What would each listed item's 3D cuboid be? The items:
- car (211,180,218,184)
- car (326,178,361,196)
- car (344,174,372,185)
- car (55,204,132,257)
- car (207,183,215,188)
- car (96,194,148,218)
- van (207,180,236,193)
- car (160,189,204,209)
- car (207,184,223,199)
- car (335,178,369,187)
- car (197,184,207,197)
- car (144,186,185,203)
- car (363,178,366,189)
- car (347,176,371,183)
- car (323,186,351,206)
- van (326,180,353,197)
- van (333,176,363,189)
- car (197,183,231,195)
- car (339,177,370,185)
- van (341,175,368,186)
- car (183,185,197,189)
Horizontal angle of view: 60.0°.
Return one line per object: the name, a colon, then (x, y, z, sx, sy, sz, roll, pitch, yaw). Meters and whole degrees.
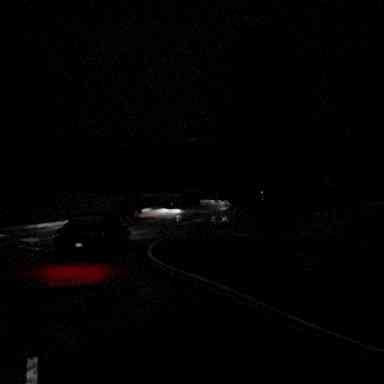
car: (2.090, -0.448, 48.773, 4.553, 1.767, 2.185, -2, 3, 9)
car: (15.000, -0.170, 36.740, 5.566, 2.045, 2.435, 0, 4, 11)
car: (25.802, -1.534, 54.774, 5.566, 2.045, 2.435, 0, 4, 10)
car: (-3.869, 1.543, 13.479, 1.882, 1.535, 5.008, -2, 1, -2)
car: (0.604, -0.101, 46.220, 4.792, 1.488, 2.163, -2, 3, 9)
car: (-5.736, 1.264, 24.273, 1.882, 1.535, 5.008, 0, 3, 30)
van: (4.806, -0.925, 53.930, 4.442, 1.987, 1.878, -2, 3, 9)
car: (-0.909, 0.797, 32.854, 1.994, 1.385, 4.181, 0, 4, 30)
car: (4.209, 0.095, 41.739, 1.812, 1.442, 4.674, 1, 4, 33)
car: (30.070, -1.870, 62.625, 5.366, 1.575, 1.946, 0, 4, 10)
car: (-0.773, -0.067, 43.628, 4.553, 1.767, 2.185, -2, 3, 9)
car: (-3.656, 0.480, 38.498, 4.674, 1.452, 2.002, -2, 3, 9)
car: (22.739, -0.891, 49.606, 4.892, 1.521, 2.231, 0, 4, 11)
car: (40.590, -3.074, 80.764, 4.792, 1.488, 2.163, 0, 3, 10)
car: (11.945, 0.468, 31.630, 5.008, 1.535, 2.097, 0, 4, 11)
van: (13.603, 0.049, 34.157, 4.442, 1.987, 1.878, 0, 4, 11)
van: (19.774, -0.729, 44.425, 4.442, 1.987, 1.878, 0, 4, 11)
car: (3.493, -0.513, 51.363, 5.008, 1.535, 2.097, -2, 3, 9)
car: (33.023, -2.253, 67.826, 5.366, 1.575, 1.946, 0, 4, 10)
van: (31.842, -2.287, 65.164, 4.442, 1.987, 1.878, 0, 3, 10)
car: (-2.198, 0.278, 41.069, 4.792, 1.488, 2.163, -2, 3, 9)
